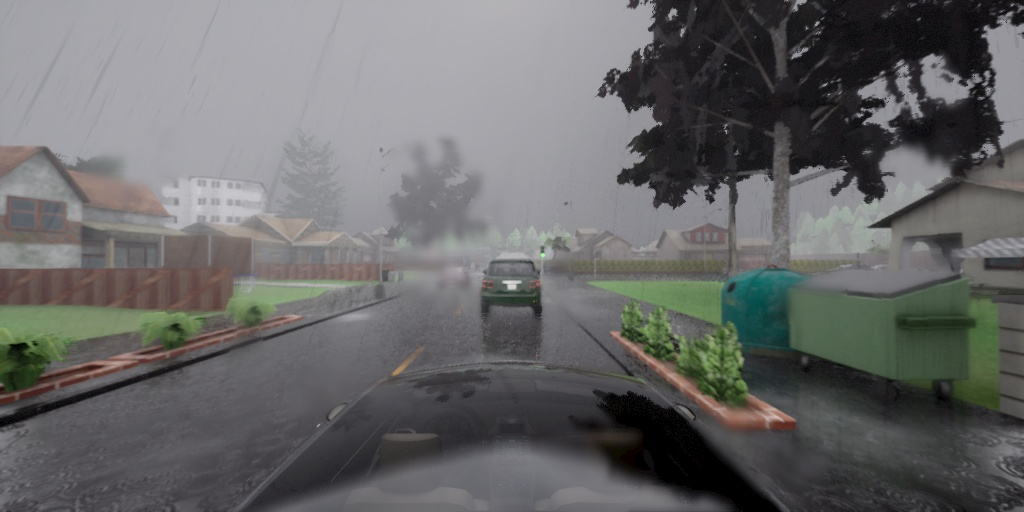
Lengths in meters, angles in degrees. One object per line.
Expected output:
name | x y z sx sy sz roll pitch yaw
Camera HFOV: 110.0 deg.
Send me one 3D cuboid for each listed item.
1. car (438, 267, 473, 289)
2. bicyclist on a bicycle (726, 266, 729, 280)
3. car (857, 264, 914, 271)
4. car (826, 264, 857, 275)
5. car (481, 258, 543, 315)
car | -4.016 1.548 25.970 1.812 1.442 4.674 0 -1 0
bicyclist on a bicycle | 20.288 1.451 33.173 0.582 1.620 1.656 0 -1 0
car | 39.494 1.675 37.440 4.674 1.442 1.812 0 -1 0
car | 39.158 1.709 41.443 4.892 1.490 1.837 0 -1 0
car | 0.009 1.117 14.396 2.150 2.045 5.566 0 0 0
